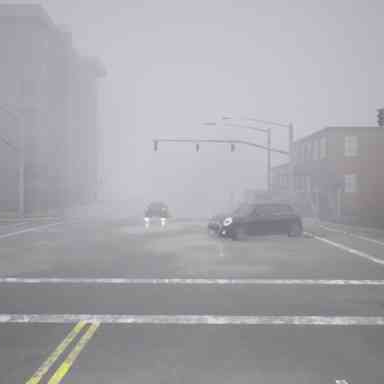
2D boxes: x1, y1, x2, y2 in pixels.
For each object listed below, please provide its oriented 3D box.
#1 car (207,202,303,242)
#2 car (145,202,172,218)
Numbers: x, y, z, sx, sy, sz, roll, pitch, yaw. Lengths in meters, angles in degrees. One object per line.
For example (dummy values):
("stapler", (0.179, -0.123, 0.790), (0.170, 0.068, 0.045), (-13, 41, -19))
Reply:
("car", (3.024, 1.301, 16.139), (4.553, 1.767, 2.097), (0, 1, -21))
("car", (-3.587, 1.835, 34.348), (2.097, 1.767, 4.553), (0, -4, 0))
